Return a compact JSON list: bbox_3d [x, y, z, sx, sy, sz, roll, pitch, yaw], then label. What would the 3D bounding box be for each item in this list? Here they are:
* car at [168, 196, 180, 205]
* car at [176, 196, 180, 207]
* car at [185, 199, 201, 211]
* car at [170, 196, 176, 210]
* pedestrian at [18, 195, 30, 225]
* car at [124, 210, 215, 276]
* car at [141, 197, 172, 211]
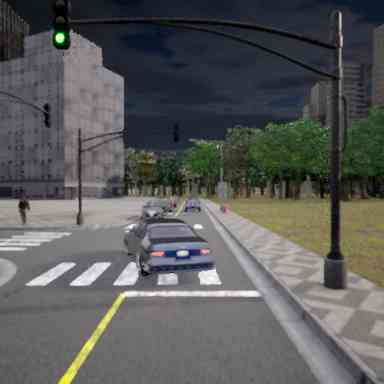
[{"bbox_3d":[-3.050,1.425,56.936,1.837,1.490,4.892,0,0,0],"label":"car"},{"bbox_3d":[-3.061,1.417,46.638,1.882,1.535,5.008,0,0,0],"label":"car"},{"bbox_3d":[0.099,1.497,40.412,2.033,1.411,5.357,0,0,0],"label":"car"},{"bbox_3d":[-3.092,1.460,37.187,1.837,1.490,4.892,0,0,0],"label":"car"},{"bbox_3d":[-10.084,1.063,19.994,0.375,1.860,0.375,0,0,1],"label":"pedestrian"},{"bbox_3d":[-0.981,1.539,10.477,2.033,1.411,5.357,0,0,-17],"label":"car"},{"bbox_3d":[-3.097,1.460,27.972,2.128,1.511,4.902,0,0,0],"label":"car"}]
